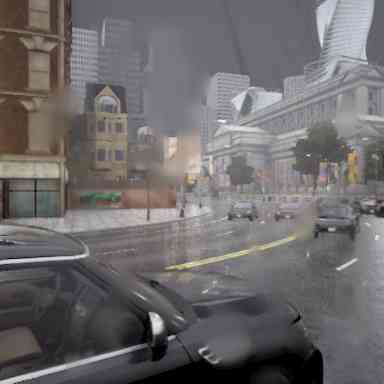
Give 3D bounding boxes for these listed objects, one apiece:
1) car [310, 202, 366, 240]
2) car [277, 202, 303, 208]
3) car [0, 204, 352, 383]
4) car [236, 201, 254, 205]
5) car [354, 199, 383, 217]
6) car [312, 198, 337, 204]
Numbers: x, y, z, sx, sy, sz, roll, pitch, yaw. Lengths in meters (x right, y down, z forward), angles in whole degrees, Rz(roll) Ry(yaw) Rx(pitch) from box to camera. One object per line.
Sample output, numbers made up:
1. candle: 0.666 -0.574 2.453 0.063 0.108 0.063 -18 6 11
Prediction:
1. car: 7.560 1.482 17.211 2.128 1.511 4.902 0 0 30
2. car: 7.590 1.508 25.964 1.812 1.442 4.674 0 0 19
3. car: -1.503 1.221 2.212 5.566 2.045 2.150 0 0 -35
4. car: 4.250 1.505 27.013 1.812 1.442 4.674 0 0 19
5. car: 16.138 1.507 31.348 1.812 1.442 4.674 0 0 10
6. car: 12.649 1.329 31.672 2.097 1.767 4.553 0 0 10
